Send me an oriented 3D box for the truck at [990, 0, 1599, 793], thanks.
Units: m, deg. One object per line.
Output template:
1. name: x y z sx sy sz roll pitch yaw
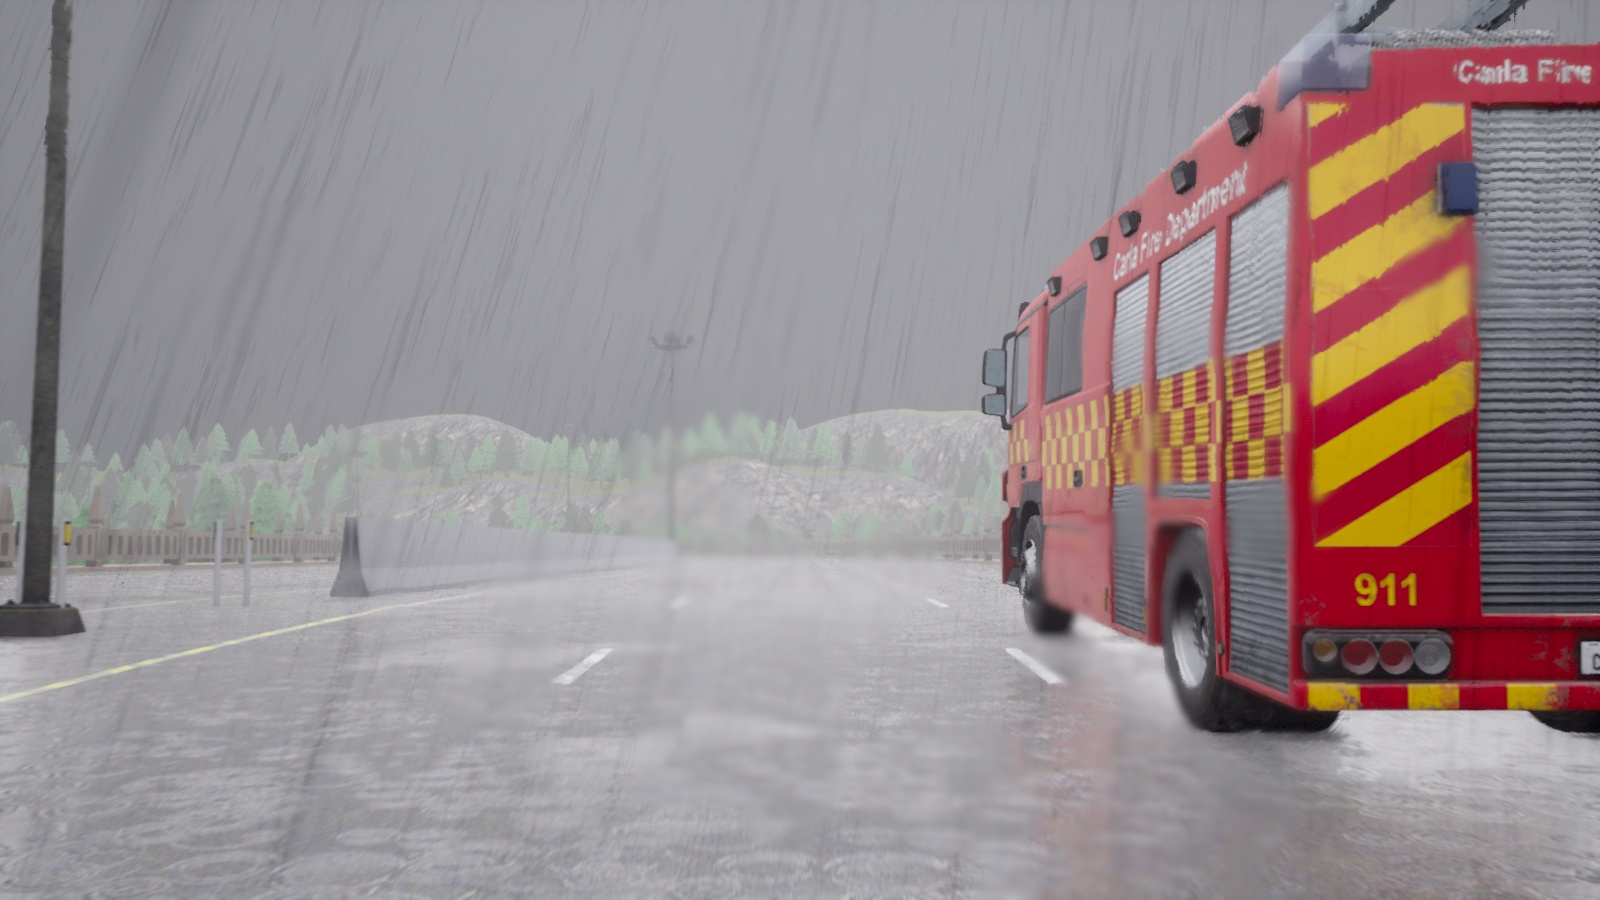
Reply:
1. truck: 3.573 -0.215 9.921 2.891 3.827 8.468 0 -2 0
